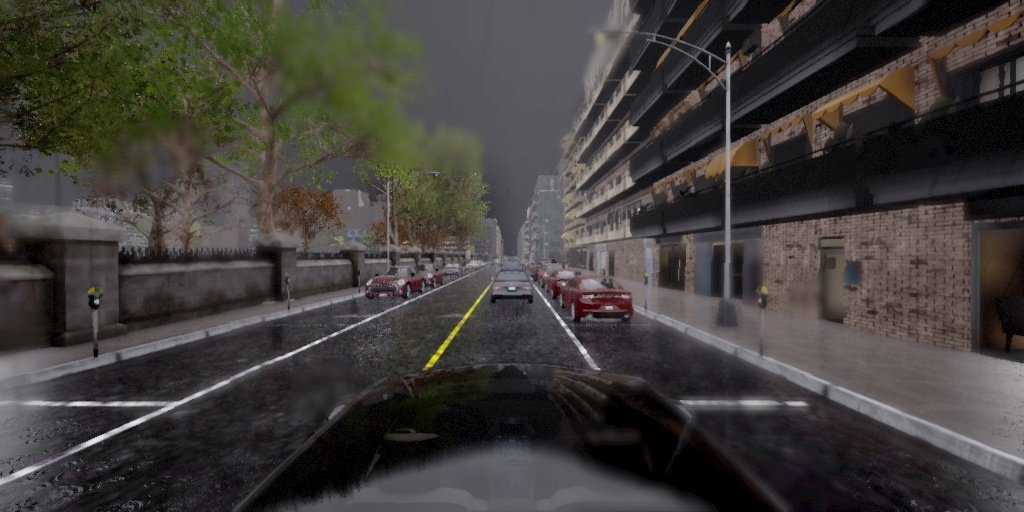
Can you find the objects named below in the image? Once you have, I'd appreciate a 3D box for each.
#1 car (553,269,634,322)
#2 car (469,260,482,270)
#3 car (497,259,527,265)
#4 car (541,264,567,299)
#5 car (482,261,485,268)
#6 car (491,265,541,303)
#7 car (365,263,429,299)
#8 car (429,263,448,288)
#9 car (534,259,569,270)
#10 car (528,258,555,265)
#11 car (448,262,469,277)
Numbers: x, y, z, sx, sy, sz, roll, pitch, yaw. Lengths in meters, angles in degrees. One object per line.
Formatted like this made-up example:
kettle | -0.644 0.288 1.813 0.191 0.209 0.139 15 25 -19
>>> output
car | 2.692 1.293 12.145 1.888 1.381 4.507 0 0 0
car | -5.689 1.295 51.385 1.751 1.417 4.829 0 0 0
car | 0.000 1.123 31.471 2.097 1.767 4.553 0 0 0
car | 2.691 1.295 17.775 1.888 1.381 4.507 0 0 0
car | -5.689 1.326 57.185 2.007 1.370 4.403 0 0 0
car | 0.000 1.314 16.501 2.033 1.411 5.357 0 0 0
car | -5.689 1.190 17.775 1.967 1.591 4.097 0 0 0
car | -5.689 1.192 23.403 1.967 1.591 4.097 0 0 0
car | 2.691 1.192 23.404 1.967 1.591 4.097 0 0 0
car | 2.691 1.069 29.034 2.192 1.841 5.009 0 0 0
car | -5.689 1.308 34.665 2.007 1.370 4.403 0 0 0
